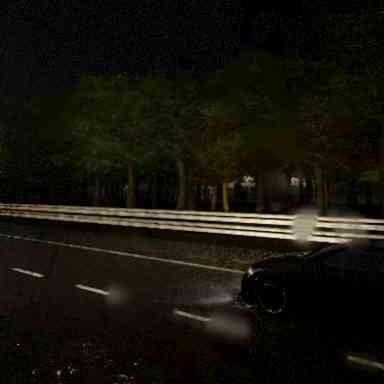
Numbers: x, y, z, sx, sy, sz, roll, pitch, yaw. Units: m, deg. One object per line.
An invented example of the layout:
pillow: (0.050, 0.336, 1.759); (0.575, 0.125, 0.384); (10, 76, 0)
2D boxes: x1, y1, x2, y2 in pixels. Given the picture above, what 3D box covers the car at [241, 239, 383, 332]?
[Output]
car: (3.009, 1.568, 6.023); (4.181, 1.385, 1.994); (0, 0, 35)
